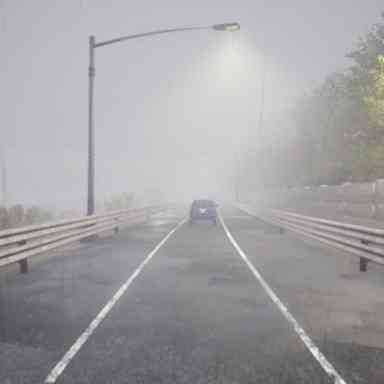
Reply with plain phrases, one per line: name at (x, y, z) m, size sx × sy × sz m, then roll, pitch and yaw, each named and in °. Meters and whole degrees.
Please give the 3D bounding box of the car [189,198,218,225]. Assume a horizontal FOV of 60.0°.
car at (0.971, 1.612, 27.793) m, size 2.150 × 2.045 × 5.566 m, roll 0°, pitch -1°, yaw 3°

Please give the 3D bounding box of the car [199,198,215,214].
car at (2.134, 1.893, 47.095) m, size 2.150 × 2.045 × 5.566 m, roll 0°, pitch -1°, yaw 3°
